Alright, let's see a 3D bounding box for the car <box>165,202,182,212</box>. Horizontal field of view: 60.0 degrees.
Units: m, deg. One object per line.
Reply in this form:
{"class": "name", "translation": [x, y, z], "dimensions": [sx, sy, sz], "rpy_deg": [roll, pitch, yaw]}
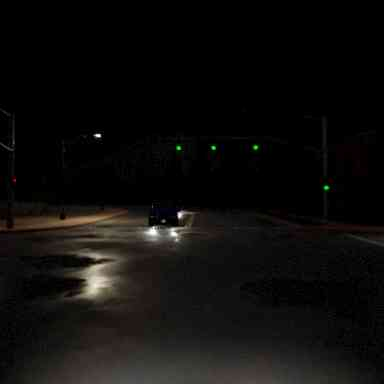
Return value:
{"class": "car", "translation": [-2.912, 2.226, 50.289], "dimensions": [1.895, 1.301, 4.718], "rpy_deg": [0, -1, -11]}

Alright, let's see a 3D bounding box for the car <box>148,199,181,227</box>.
{"class": "car", "translation": [-2.251, 1.657, 26.393], "dimensions": [2.150, 2.045, 5.566], "rpy_deg": [0, 1, -5]}
